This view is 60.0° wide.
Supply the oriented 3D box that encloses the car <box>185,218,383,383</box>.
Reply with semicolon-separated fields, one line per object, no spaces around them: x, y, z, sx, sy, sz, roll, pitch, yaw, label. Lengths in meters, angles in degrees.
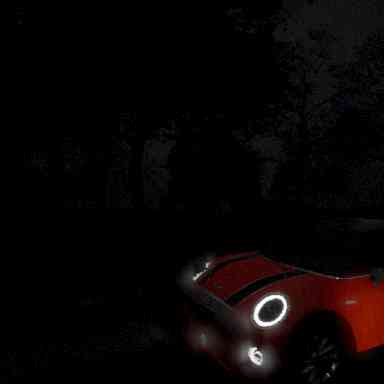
2.190;1.220;5.003;4.553;1.767;2.097;0;2;-25;car
